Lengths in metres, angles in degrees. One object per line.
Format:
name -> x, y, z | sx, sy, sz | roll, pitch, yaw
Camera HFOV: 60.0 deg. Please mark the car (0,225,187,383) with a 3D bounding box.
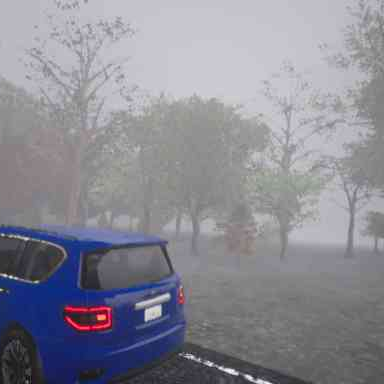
car -> -2.671, 1.559, 5.672 | 5.566, 2.045, 2.150 | 1, -4, 35
